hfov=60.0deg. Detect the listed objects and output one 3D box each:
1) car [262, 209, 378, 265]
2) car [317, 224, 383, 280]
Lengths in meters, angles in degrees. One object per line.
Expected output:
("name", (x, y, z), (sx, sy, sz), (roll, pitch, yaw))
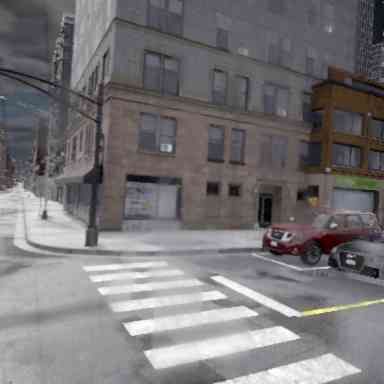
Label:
("car", (5.107, 1.599, 12.751), (5.009, 1.841, 2.192), (3, 1, -27))
("car", (6.290, 1.904, 10.387), (4.181, 1.385, 1.994), (3, 0, -28))
